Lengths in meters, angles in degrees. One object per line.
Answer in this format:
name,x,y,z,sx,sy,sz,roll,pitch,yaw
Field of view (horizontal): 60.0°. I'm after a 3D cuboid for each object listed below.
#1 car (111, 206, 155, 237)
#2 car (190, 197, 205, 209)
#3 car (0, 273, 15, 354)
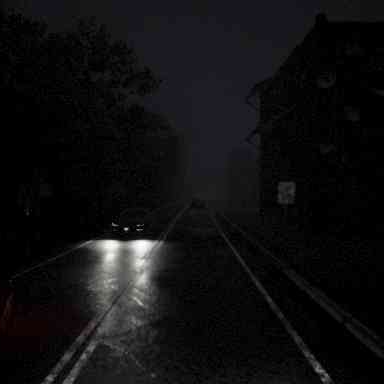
car,-3.218,1.607,18.852,1.837,1.490,4.892,0,-1,1
car,0.790,1.481,45.905,1.882,1.535,5.008,0,0,2
car,-3.341,1.487,2.443,1.882,1.535,5.008,0,0,0
